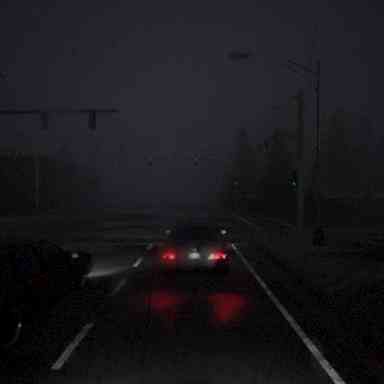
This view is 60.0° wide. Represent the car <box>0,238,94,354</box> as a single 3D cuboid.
[{"bbox_3d":[-3.438,1.569,6.083,2.033,1.411,5.357,0,0,0],"label":"car"}]

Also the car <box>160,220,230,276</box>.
[{"bbox_3d":[0.121,1.584,10.418,2.033,1.411,5.357,0,0,1],"label":"car"}]
